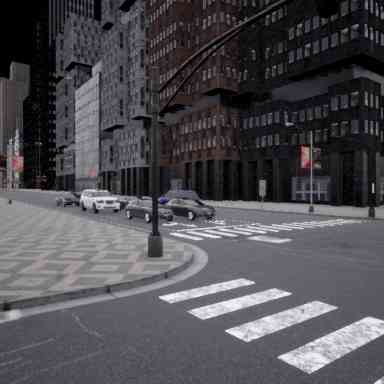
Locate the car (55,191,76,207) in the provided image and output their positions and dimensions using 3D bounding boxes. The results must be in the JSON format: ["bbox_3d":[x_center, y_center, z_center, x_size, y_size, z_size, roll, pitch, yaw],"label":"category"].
[{"bbox_3d":[-14.942,0.991,39.789,2.033,1.411,5.357,0,1,-36],"label":"car"}]

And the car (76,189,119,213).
[{"bbox_3d":[-8.729,0.820,31.168,2.150,2.045,5.566,0,1,-36],"label":"car"}]

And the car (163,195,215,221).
[{"bbox_3d":[-0.276,1.240,24.965,1.837,1.490,4.892,0,1,-38],"label":"car"}]

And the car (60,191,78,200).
[{"bbox_3d":[-23.200,0.583,62.663,1.837,1.490,4.892,0,1,-36],"label":"car"}]

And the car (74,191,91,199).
[{"bbox_3d":[-21.885,0.564,66.395,1.812,1.442,4.674,0,1,-36],"label":"car"}]

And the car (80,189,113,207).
[{"bbox_3d":[-11.869,0.672,41.093,2.150,2.045,5.566,0,1,-35],"label":"car"}]

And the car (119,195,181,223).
[{"bbox_3d":[-3.040,1.240,23.284,1.837,1.490,4.892,0,1,-36],"label":"car"}]

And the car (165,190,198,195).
[{"bbox_3d":[-1.433,0.858,32.505,2.150,2.045,5.566,0,1,-36],"label":"car"}]

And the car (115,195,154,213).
[{"bbox_3d":[-5.720,1.108,32.553,1.837,1.490,4.892,0,1,-36],"label":"car"}]
